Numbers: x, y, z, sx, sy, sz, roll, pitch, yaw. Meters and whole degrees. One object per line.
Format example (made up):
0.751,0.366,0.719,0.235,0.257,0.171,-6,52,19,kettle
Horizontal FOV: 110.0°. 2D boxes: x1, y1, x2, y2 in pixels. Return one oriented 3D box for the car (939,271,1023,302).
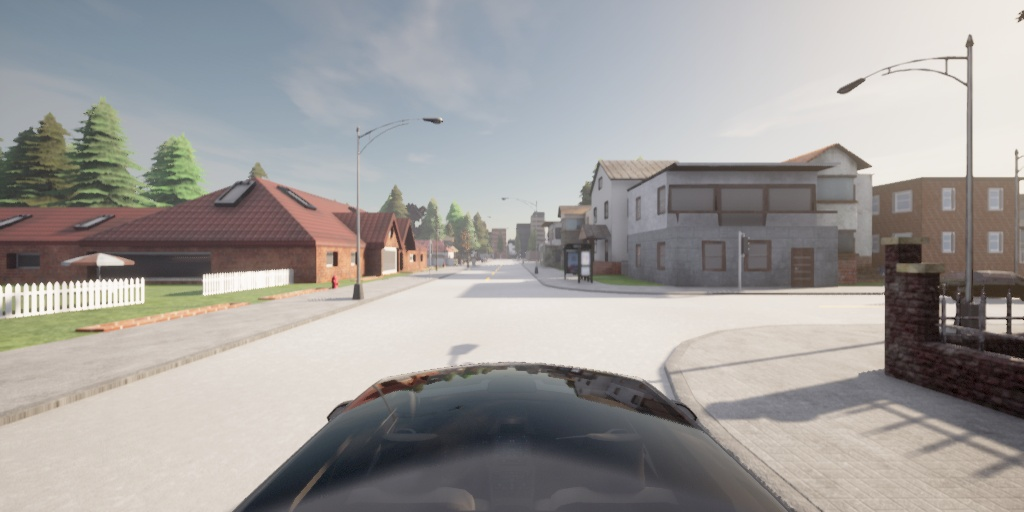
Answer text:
20.594,1.316,16.021,4.718,1.301,1.895,0,0,0,car
